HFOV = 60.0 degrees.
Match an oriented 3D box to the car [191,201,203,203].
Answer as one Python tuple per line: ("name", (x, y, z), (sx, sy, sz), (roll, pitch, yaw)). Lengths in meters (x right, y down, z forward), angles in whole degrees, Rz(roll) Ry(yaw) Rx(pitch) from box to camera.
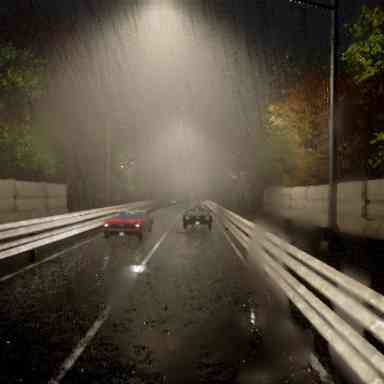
("car", (0.618, 1.767, 40.857), (1.895, 1.301, 4.718), (1, -1, 1))

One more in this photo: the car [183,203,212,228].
("car", (0.371, 1.657, 22.934), (1.895, 1.301, 4.718), (1, 0, 1))

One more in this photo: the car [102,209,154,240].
("car", (-3.155, 1.601, 17.233), (1.895, 1.301, 4.718), (1, 0, 1))
